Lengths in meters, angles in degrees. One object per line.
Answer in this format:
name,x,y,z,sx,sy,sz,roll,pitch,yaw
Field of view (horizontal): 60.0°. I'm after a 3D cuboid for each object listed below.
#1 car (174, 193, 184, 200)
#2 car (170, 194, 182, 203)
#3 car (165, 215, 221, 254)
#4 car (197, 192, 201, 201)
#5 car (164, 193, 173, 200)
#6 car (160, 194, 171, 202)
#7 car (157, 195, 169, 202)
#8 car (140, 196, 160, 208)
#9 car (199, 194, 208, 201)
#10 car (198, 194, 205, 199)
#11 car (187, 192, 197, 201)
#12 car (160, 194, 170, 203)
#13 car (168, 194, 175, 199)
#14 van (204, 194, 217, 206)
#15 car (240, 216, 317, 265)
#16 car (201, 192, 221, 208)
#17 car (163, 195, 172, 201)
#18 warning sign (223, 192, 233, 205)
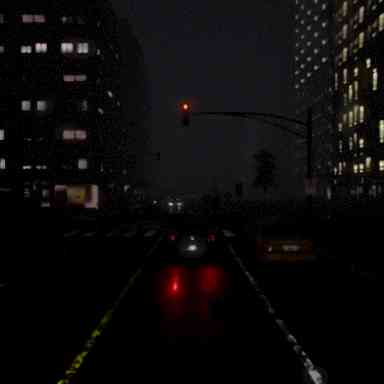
car,-2.990,1.018,76.535,1.994,1.385,4.181,0,0,0
car,-3.038,1.272,60.955,1.837,1.490,4.892,0,0,1
car,0.039,1.542,13.204,1.895,1.301,4.718,0,0,0
car,2.693,1.069,65.684,2.192,1.841,5.009,0,0,0
car,-5.685,1.151,82.266,1.967,1.590,4.097,0,0,0
car,-5.686,1.180,71.213,1.967,1.590,4.097,0,0,0
car,-5.686,1.299,65.685,1.887,1.381,4.507,0,0,0
car,-5.688,1.373,43.580,2.008,1.369,4.403,0,0,0
car,2.696,1.270,76.738,1.887,1.381,4.507,0,0,0
car,2.698,1.209,93.488,1.752,1.417,4.829,0,0,0
car,0.008,0.962,72.384,2.150,2.045,5.566,0,0,0
car,-5.686,1.320,60.159,2.008,1.369,4.403,0,0,0
car,-5.682,1.210,93.149,1.752,1.417,4.829,0,0,0
van,2.691,1.145,49.104,1.690,1.788,3.998,0,0,0
car,2.688,1.474,11.336,1.752,1.417,4.829,0,0,0
car,2.691,1.138,43.578,2.192,1.841,5.009,0,0,0
car,-5.685,1.307,76.740,1.802,1.307,4.206,0,0,0
warning sign,5.078,0.927,46.834,1.300,1.860,1.060,0,0,0
